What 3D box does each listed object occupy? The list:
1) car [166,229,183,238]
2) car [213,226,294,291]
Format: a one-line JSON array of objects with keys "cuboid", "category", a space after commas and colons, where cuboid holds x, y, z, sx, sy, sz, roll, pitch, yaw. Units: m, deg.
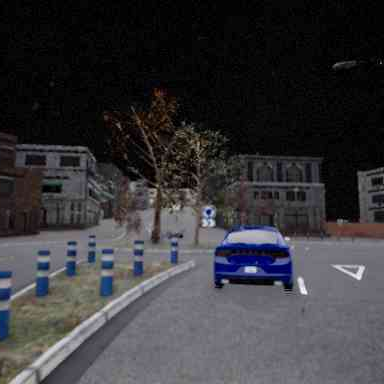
[{"cuboid": [-2.756, 6.266, 50.750, 1.895, 1.301, 4.718, 2, -3, -16], "category": "car"}, {"cuboid": [1.826, 1.731, 9.670, 1.882, 1.535, 5.008, -1, -5, 13], "category": "car"}]
